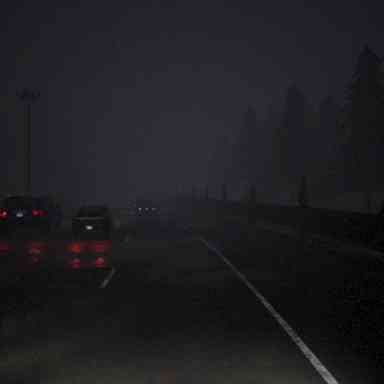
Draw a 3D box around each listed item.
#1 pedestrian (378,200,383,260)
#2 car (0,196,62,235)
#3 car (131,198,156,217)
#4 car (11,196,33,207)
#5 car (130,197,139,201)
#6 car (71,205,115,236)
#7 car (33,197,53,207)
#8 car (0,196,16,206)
[{"bbox_3d":[5.899,1.141,10.143,0.375,1.860,0.375,0,0,-6],"label":"pedestrian"},{"bbox_3d":[-9.038,1.223,19.112,2.150,2.045,5.566,0,0,-11],"label":"car"},{"bbox_3d":[-4.517,1.547,31.912,2.033,1.411,5.357,0,0,-12],"label":"car"},{"bbox_3d":[-27.248,1.477,53.526,1.882,1.535,5.008,0,0,-12],"label":"car"},{"bbox_3d":[-7.173,1.477,44.281,1.882,1.535,5.008,0,0,-12],"label":"car"},{"bbox_3d":[-5.372,1.490,18.396,2.128,1.511,4.902,0,0,-10],"label":"car"},{"bbox_3d":[-23.404,1.564,52.268,1.994,1.385,4.181,0,0,-12],"label":"car"},{"bbox_3d":[-31.325,1.504,55.948,1.837,1.490,4.892,0,0,-12],"label":"car"}]
